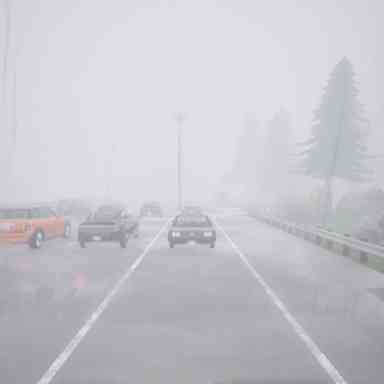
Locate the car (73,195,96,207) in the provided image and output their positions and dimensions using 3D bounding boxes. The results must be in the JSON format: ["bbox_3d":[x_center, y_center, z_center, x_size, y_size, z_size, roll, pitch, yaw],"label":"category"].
[{"bbox_3d":[-10.510,1.365,29.635,2.097,1.767,4.553,0,0,0],"label":"car"}]

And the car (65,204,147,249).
[{"bbox_3d":[-3.500,1.494,14.650,2.128,1.511,4.902,0,0,0],"label":"car"}]

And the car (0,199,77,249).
[{"bbox_3d":[-7.000,1.365,14.620,2.097,1.767,4.553,0,0,0],"label":"car"}]

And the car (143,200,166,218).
[{"bbox_3d":[-3.510,1.515,29.684,1.837,1.490,4.892,0,0,0],"label":"car"}]

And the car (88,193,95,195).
[{"bbox_3d":[-27.331,1.223,91.028,2.150,2.045,5.566,0,0,9],"label":"car"}]

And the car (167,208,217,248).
[{"bbox_3d":[0.000,1.615,14.680,1.895,1.301,4.718,0,0,0],"label":"car"}]

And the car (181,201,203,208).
[{"bbox_3d":[-0.010,1.532,29.694,1.812,1.442,4.674,0,0,0],"label":"car"}]

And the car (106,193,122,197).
[{"bbox_3d":[-20.468,1.214,89.538,2.150,2.045,5.566,0,0,7],"label":"car"}]

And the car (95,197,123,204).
[{"bbox_3d":[-7.010,1.484,29.674,1.882,1.535,5.008,0,0,0],"label":"car"}]

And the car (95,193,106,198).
[{"bbox_3d":[-23.884,1.324,90.339,2.097,1.767,4.553,0,0,7],"label":"car"}]
